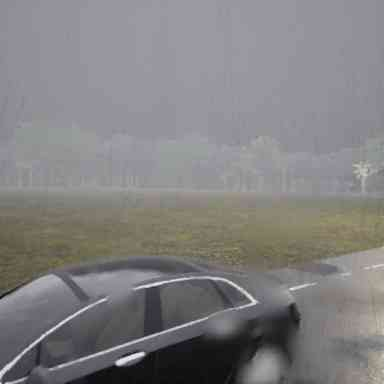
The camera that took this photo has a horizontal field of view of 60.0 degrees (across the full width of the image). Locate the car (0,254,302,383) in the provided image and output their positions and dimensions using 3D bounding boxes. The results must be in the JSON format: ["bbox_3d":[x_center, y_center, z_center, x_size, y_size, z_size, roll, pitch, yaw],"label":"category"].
[{"bbox_3d":[-0.936,1.505,3.325,4.892,1.490,1.837,0,0,-35],"label":"car"}]
